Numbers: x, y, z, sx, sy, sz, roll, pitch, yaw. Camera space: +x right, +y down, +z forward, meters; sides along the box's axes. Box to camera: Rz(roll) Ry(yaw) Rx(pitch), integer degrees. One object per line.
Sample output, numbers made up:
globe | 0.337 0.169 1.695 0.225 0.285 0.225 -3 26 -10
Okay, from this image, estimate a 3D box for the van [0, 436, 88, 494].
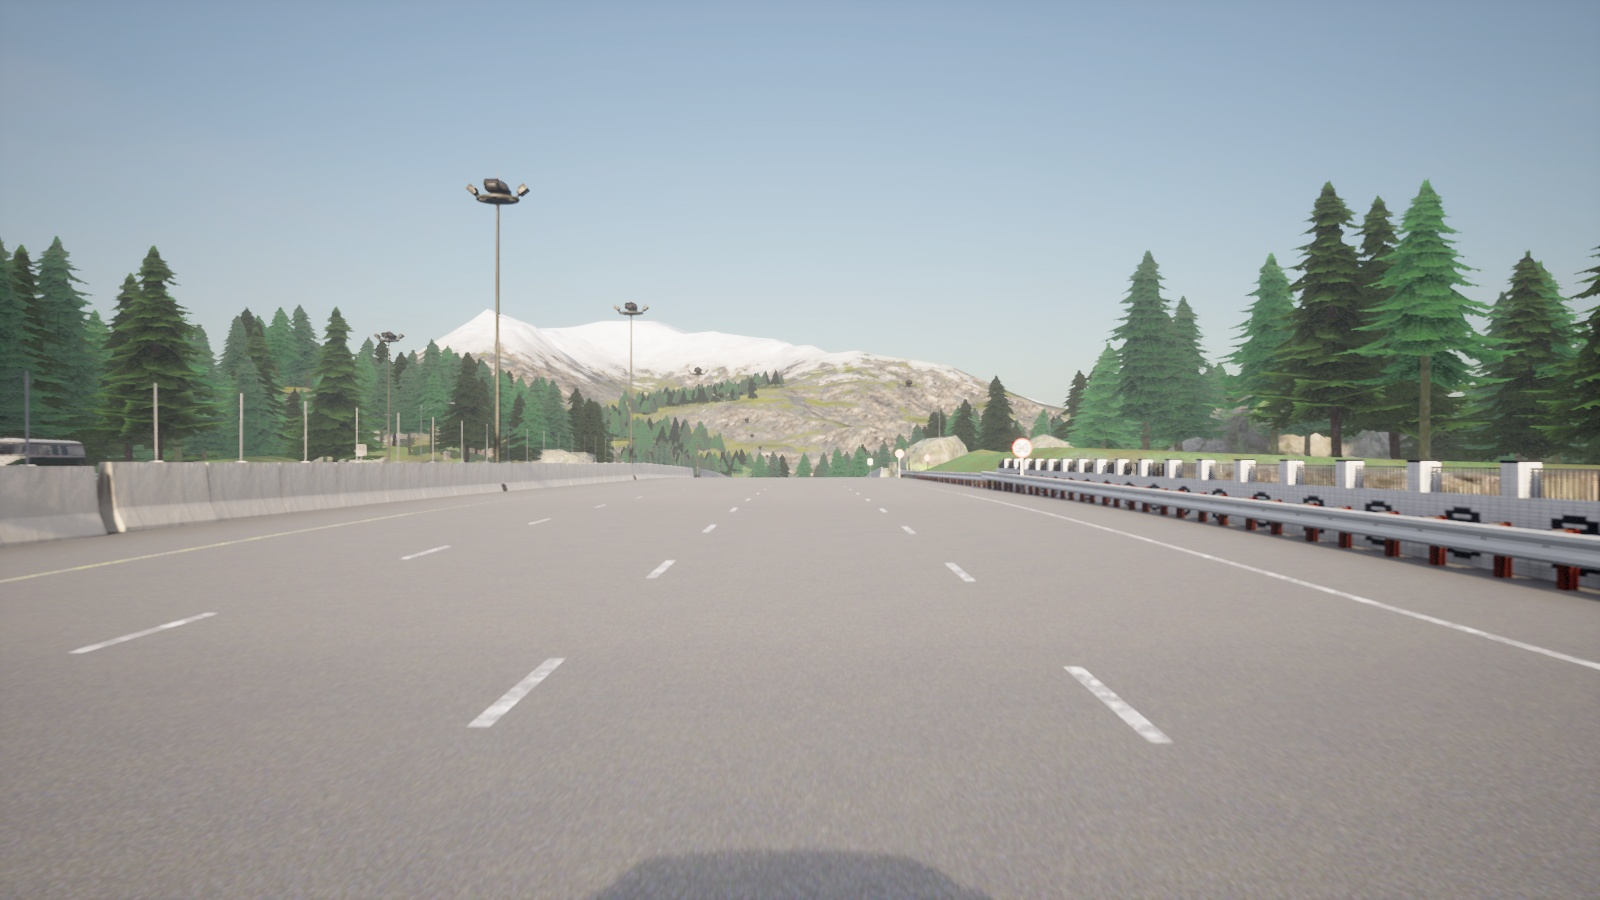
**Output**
van | -27.728 0.528 45.083 1.775 1.987 4.442 0 -1 0
